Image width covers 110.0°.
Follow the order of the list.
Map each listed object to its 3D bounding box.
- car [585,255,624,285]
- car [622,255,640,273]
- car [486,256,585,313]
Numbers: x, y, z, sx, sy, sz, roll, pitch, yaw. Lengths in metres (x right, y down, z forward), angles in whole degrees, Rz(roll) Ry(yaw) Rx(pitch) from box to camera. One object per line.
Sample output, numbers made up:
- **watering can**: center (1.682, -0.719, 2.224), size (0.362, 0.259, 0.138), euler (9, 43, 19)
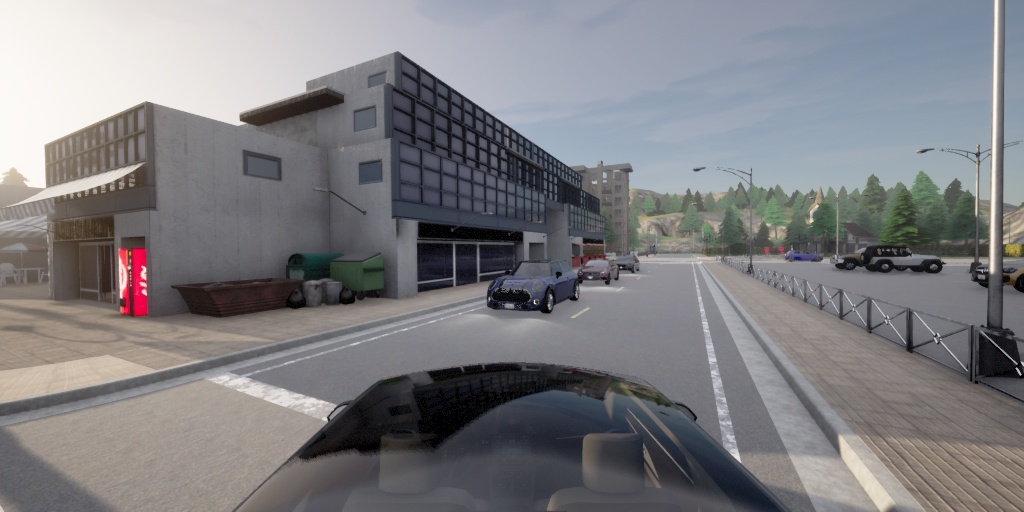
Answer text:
- **car**: center (5.398, 0.875, 22.113), size (1.812, 1.442, 4.674), euler (0, 1, 26)
- **car**: center (9.965, 0.642, 31.300), size (1.837, 1.490, 4.892), euler (0, 1, 27)
- **car**: center (0.915, 0.910, 13.060), size (2.097, 1.767, 4.553), euler (0, 1, 26)
